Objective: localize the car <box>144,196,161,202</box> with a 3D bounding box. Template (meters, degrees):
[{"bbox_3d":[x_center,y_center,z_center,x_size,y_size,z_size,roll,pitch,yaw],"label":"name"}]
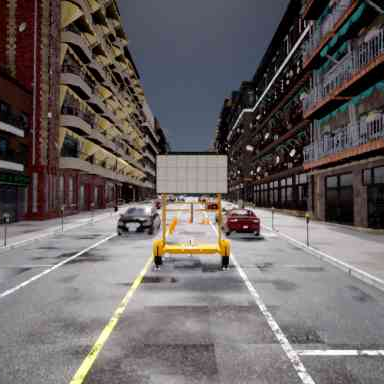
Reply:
[{"bbox_3d":[-5.256,1.594,40.376,1.752,1.417,4.829,2,0,0],"label":"car"}]

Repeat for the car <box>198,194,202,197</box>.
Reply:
[{"bbox_3d":[2.651,1.706,68.128,1.887,1.381,4.507,1,0,0],"label":"car"}]

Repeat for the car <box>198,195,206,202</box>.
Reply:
[{"bbox_3d":[2.645,1.684,62.598,1.887,1.381,4.507,1,0,0],"label":"car"}]

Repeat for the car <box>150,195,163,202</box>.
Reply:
[{"bbox_3d":[-5.245,1.399,46.078,2.192,1.841,5.009,2,0,0],"label":"car"}]

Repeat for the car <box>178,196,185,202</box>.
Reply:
[{"bbox_3d":[-2.671,1.706,80.100,2.128,1.511,4.902,0,0,0],"label":"car"}]

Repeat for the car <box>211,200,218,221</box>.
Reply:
[{"bbox_3d":[2.608,1.555,24.054,1.752,1.417,4.829,1,0,0],"label":"car"}]

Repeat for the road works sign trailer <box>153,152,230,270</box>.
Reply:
[{"bbox_3d":[0.000,0.474,11.043,2.380,3.560,2.880,0,0,0],"label":"road works sign trailer"}]

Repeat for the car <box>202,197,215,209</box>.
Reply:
[{"bbox_3d":[2.623,1.614,40.474,1.887,1.381,4.507,1,0,0],"label":"car"}]

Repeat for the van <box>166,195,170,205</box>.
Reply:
[{"bbox_3d":[-5.235,1.459,57.136,1.690,1.788,3.998,2,0,0],"label":"van"}]

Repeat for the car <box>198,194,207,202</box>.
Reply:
[{"bbox_3d":[2.638,1.551,84.722,2.192,1.841,5.009,1,0,0],"label":"car"}]

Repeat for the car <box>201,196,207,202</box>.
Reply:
[{"bbox_3d":[2.628,1.634,46.006,2.008,1.369,4.403,1,0,0],"label":"car"}]

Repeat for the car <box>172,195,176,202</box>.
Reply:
[{"bbox_3d":[-5.219,1.501,73.729,2.192,1.841,5.009,1,0,0],"label":"car"}]

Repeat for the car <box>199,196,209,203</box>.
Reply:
[{"bbox_3d":[2.666,1.626,73.660,1.967,1.590,4.097,1,0,0],"label":"car"}]

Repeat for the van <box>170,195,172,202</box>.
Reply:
[{"bbox_3d":[-5.230,1.481,62.668,1.690,1.788,3.998,1,0,0],"label":"van"}]

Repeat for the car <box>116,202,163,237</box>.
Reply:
[{"bbox_3d":[-2.832,1.511,18.334,2.128,1.511,4.902,0,0,0],"label":"car"}]

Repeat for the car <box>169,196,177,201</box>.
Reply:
[{"bbox_3d":[-5.209,1.830,90.320,1.947,1.339,4.313,1,0,0],"label":"car"}]

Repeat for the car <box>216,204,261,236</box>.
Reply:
[{"bbox_3d":[2.602,1.565,18.352,1.887,1.381,4.507,1,0,0],"label":"car"}]
